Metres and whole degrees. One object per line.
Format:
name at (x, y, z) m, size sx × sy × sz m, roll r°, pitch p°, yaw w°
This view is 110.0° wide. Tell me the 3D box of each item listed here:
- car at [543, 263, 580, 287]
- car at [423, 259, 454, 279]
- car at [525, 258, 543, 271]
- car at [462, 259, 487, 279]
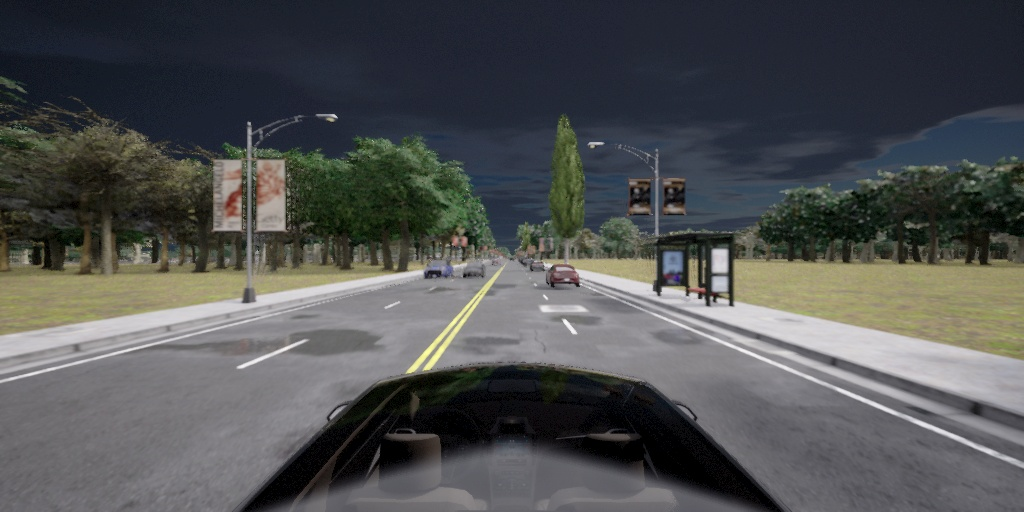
car at (3.349, 1.278, 24.170) m, size 1.812 × 1.442 × 4.674 m, roll 0°, pitch 0°, yaw 0°
car at (-6.594, 1.106, 32.668) m, size 2.097 × 1.767 × 4.553 m, roll 0°, pitch 0°, yaw 0°
car at (3.348, 1.250, 48.837) m, size 2.128 × 1.511 × 4.902 m, roll 0°, pitch 0°, yaw 0°
car at (-3.344, 1.260, 32.659) m, size 1.837 × 1.490 × 4.892 m, roll 0°, pitch 0°, yaw 0°
